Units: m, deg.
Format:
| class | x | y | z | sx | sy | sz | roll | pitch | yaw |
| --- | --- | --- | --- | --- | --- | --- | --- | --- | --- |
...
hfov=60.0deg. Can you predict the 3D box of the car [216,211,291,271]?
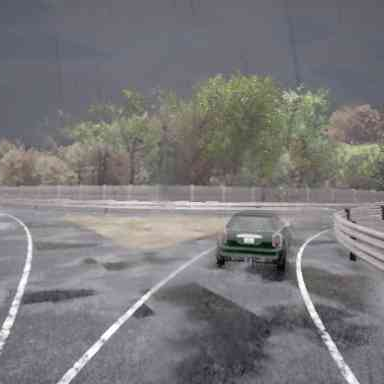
| class | x | y | z | sx | sy | sz | roll | pitch | yaw |
| --- | --- | --- | --- | --- | --- | --- | --- | --- | --- |
| car | 2.322 | 1.440 | 11.658 | 2.097 | 1.767 | 4.553 | 1 | 0 | 18 |
